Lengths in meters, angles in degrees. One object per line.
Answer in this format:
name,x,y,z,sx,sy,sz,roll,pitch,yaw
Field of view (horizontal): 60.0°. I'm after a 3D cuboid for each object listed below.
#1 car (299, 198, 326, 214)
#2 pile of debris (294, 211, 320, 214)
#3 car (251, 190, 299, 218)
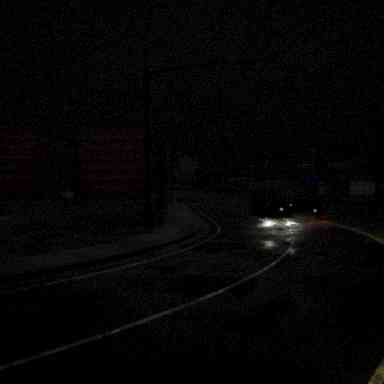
car,9.813,1.182,29.083,1.895,1.301,4.718,-1,1,-4
pile of debris,9.812,1.763,28.416,1.500,0.140,1.860,-1,1,-4
car,6.300,0.872,26.837,2.150,2.045,5.566,-1,1,-4
